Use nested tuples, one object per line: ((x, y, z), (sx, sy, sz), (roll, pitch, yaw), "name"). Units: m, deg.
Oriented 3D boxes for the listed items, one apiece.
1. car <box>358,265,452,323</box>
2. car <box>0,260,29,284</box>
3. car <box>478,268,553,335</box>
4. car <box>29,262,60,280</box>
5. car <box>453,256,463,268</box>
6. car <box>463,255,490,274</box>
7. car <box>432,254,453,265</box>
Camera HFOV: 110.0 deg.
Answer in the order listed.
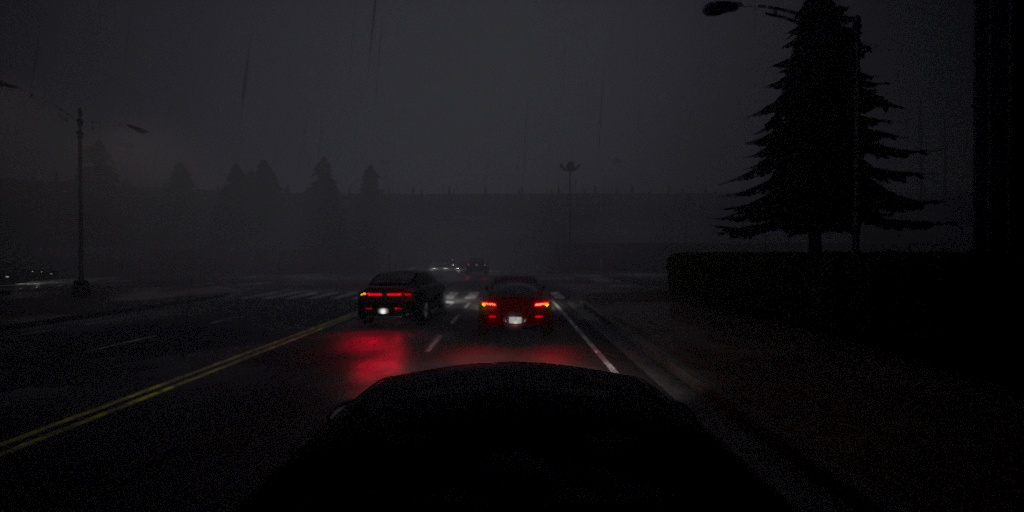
((-3.415, 1.197, 11.906), (1.837, 1.490, 4.892), (0, 0, 0), "car")
((-34.777, 1.079, 22.807), (4.892, 1.490, 1.837), (0, 0, -5), "car")
((0.085, 1.228, 10.159), (1.812, 1.442, 4.674), (0, 0, 0), "car")
((-36.366, 1.060, 26.141), (4.892, 1.490, 1.837), (0, 0, -7), "car")
((-7.067, 0.804, 54.149), (2.097, 1.767, 4.553), (0, 0, 0), "car")
((-3.394, 0.878, 36.578), (2.097, 1.767, 4.553), (0, 0, 0), "car")
((-10.566, 0.669, 54.739), (2.150, 2.045, 5.566), (0, 0, 0), "car")
